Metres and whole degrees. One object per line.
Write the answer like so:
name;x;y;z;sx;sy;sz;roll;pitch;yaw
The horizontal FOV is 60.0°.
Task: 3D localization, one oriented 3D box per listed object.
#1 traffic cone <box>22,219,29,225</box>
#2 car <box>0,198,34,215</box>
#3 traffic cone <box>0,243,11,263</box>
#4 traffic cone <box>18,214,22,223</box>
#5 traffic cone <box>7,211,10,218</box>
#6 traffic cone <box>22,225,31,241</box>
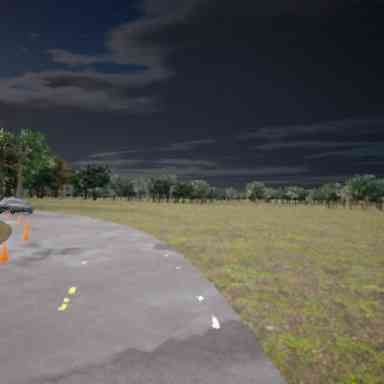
traffic cone;-9.547;1.887;19.348;0.340;0.580;0.340;0;0;-29
car;-16.645;1.360;31.450;4.892;1.490;1.837;1;-1;42
traffic cone;-5.984;1.924;10.610;0.340;0.580;0.340;0;0;-16
traffic cone;-12.027;1.861;23.370;0.340;0.580;0.340;0;0;-35
traffic cone;-14.933;1.829;27.095;0.340;0.580;0.340;1;0;-41
traffic cone;-7.525;1.907;15.077;0.340;0.580;0.340;0;0;-22
